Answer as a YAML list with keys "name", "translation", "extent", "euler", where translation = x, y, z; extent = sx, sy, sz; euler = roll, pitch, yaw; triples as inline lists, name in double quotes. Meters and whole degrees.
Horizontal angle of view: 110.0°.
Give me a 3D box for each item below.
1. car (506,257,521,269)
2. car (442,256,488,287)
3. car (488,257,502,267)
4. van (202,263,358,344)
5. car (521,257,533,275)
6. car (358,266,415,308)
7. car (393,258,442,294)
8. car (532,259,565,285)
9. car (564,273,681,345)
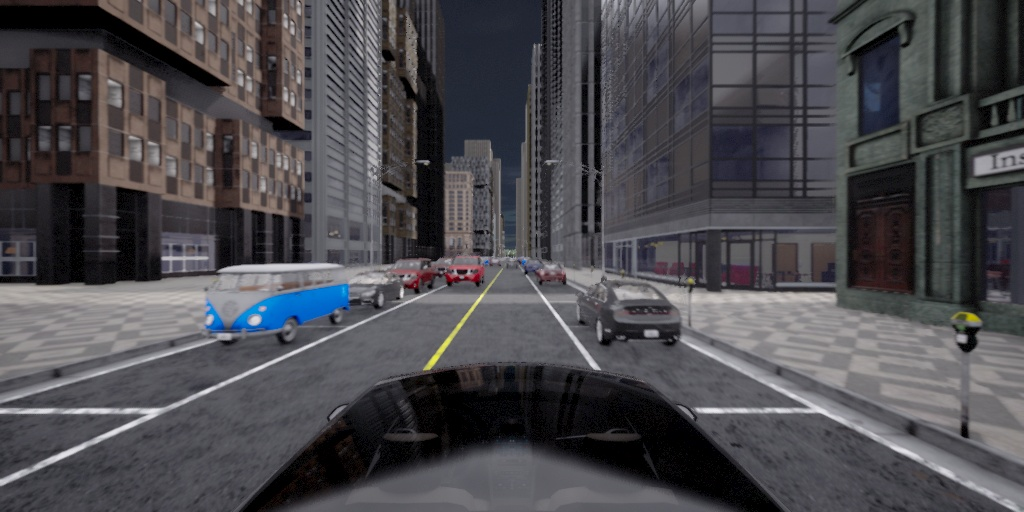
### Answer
- name: "car"
  translation: [0.008, 1.255, 57.981]
  extent: [2.128, 1.511, 4.902]
  euler: [0, 0, 0]
- name: "car"
  translation: [-3.094, 0.977, 24.923]
  extent: [2.150, 2.045, 5.566]
  euler: [0, 0, 0]
- name: "car"
  translation: [-3.007, 1.296, 65.353]
  extent: [1.812, 1.442, 4.674]
  euler: [0, 0, 0]
- name: "van"
  translation: [-5.761, 1.090, 9.281]
  extent: [1.690, 1.789, 3.998]
  euler: [0, 0, 0]
- name: "car"
  translation: [2.393, 1.110, 39.844]
  extent: [2.097, 1.767, 4.553]
  euler: [0, 0, 0]
- name: "car"
  translation: [-5.761, 1.300, 14.921]
  extent: [2.007, 1.370, 4.403]
  euler: [0, 0, 0]
- name: "car"
  translation: [-5.760, 1.066, 20.562]
  extent: [2.192, 1.841, 5.009]
  euler: [0, 0, 0]
- name: "car"
  translation: [2.766, 1.193, 26.206]
  extent: [1.967, 1.591, 4.097]
  euler: [0, 0, 0]
- name: "car"
  translation: [2.764, 1.300, 9.286]
  extent: [2.007, 1.370, 4.403]
  euler: [0, 0, 0]
